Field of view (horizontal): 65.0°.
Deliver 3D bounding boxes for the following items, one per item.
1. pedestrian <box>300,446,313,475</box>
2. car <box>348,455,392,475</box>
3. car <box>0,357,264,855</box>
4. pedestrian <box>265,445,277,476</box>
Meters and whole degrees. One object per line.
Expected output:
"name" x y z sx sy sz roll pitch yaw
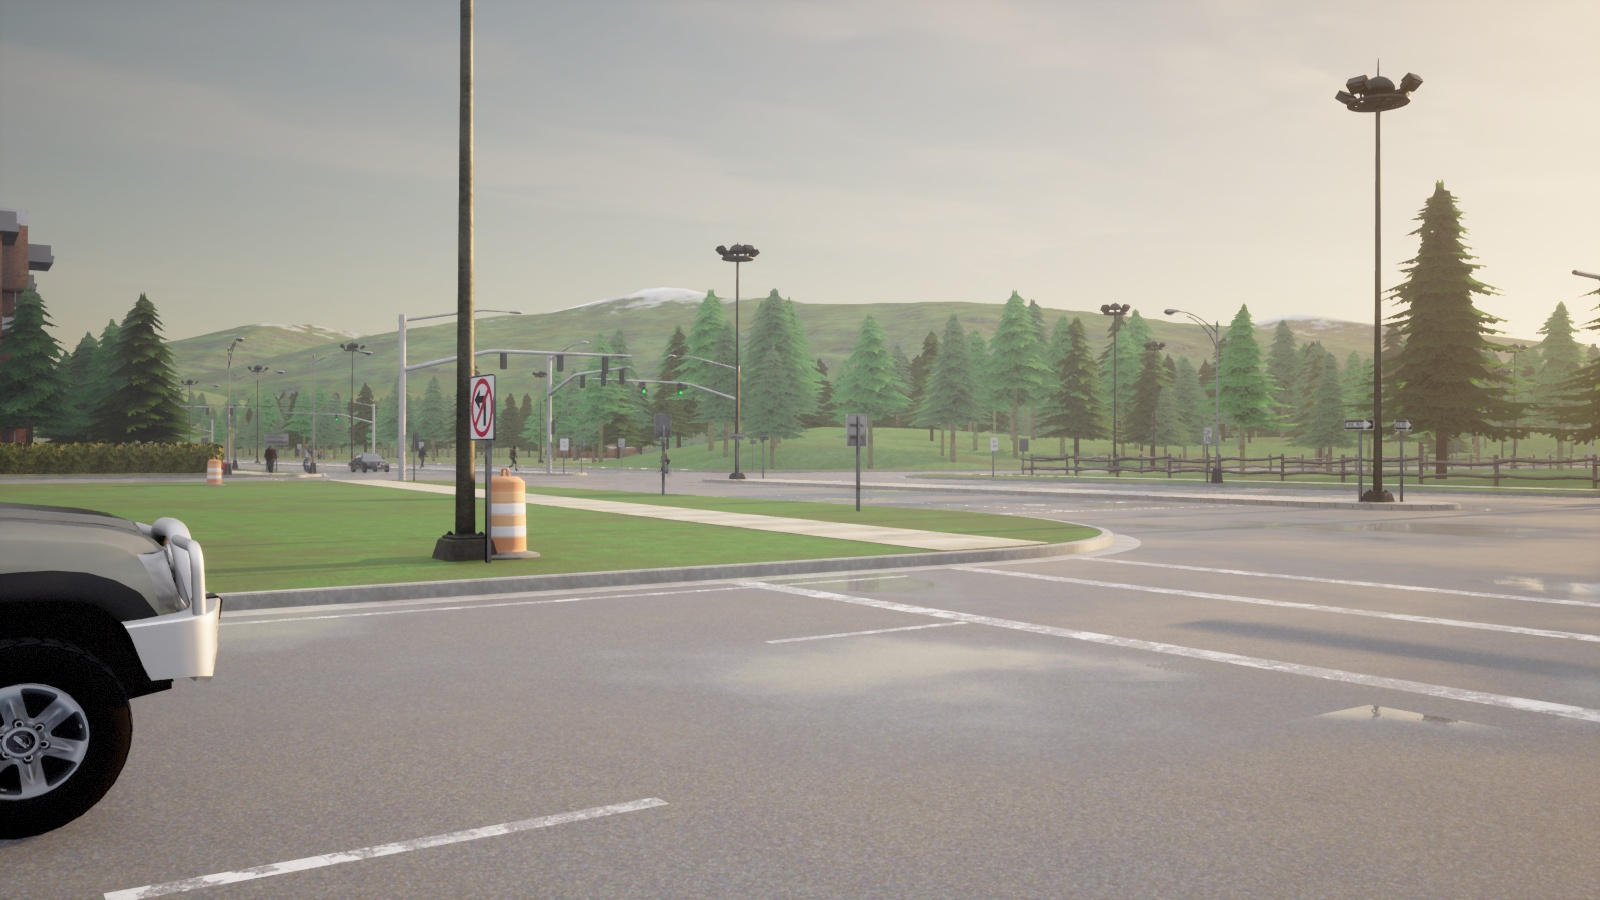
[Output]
"pedestrian" -30.819 0.641 78.466 0.706 1.836 0.354 0 0 -35
"car" -31.644 1.063 92.293 1.812 1.442 4.674 0 0 -35
"car" -4.662 0.583 4.678 4.605 1.855 1.932 0 0 -35
"pedestrian" -31.880 0.636 75.688 0.634 1.844 0.899 0 0 -24
